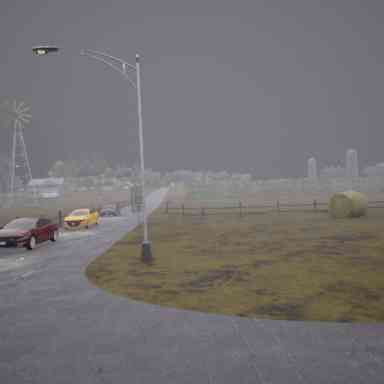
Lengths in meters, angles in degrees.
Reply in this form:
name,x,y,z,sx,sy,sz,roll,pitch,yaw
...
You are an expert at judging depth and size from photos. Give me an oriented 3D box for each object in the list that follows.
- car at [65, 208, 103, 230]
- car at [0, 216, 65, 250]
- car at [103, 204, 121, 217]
name,x,y,z,sx,sy,sz,roll,pitch,yaw
car,-9.255,2.200,28.046,1.882,1.535,5.008,-3,0,-3
car,-8.706,2.099,17.627,1.882,1.535,5.008,-3,-1,-3
car,-9.921,2.235,40.768,1.837,1.490,4.892,-3,0,-3
